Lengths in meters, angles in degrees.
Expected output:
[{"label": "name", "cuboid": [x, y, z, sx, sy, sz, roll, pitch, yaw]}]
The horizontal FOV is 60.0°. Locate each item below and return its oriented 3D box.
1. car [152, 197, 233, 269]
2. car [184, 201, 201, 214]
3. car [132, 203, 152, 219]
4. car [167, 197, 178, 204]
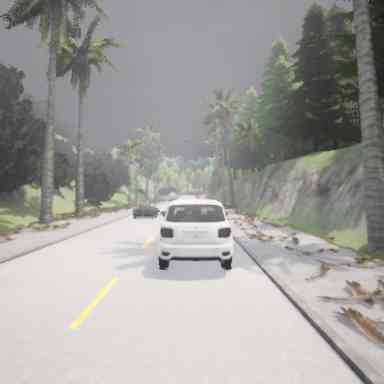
[{"label": "car", "cuboid": [0.098, 1.256, 11.441, 2.150, 2.045, 5.566, 0, 0, 0]}, {"label": "car", "cuboid": [0.093, 1.715, 38.828, 1.895, 1.301, 4.718, 0, 0, 0]}, {"label": "car", "cuboid": [-4.102, 1.689, 29.947, 1.895, 1.301, 4.718, 0, 0, 0]}, {"label": "car", "cuboid": [-4.051, 1.718, 71.319, 2.033, 1.411, 5.357, 0, 0, 0]}]
